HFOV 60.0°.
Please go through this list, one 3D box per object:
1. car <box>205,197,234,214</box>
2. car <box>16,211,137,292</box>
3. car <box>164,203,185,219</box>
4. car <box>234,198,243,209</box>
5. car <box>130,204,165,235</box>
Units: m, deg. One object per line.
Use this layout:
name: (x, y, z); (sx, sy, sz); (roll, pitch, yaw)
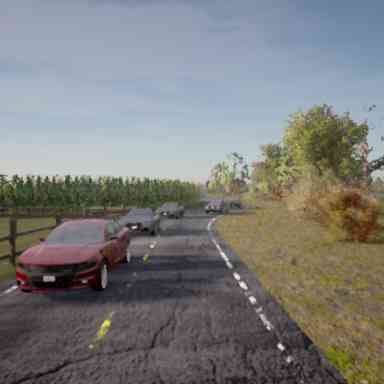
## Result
car: (2.843, 1.617, 36.359); (2.033, 1.411, 5.357); (0, 0, 18)
car: (-2.976, 1.526, 9.344); (1.882, 1.535, 5.008); (-1, 0, -1)
car: (-1.882, 1.646, 29.646); (1.994, 1.385, 4.181); (0, 0, 11)
car: (6.171, 1.577, 47.323); (1.837, 1.490, 4.892); (0, 0, 14)
car: (-2.918, 1.633, 19.146); (1.994, 1.385, 4.181); (0, 0, 2)
